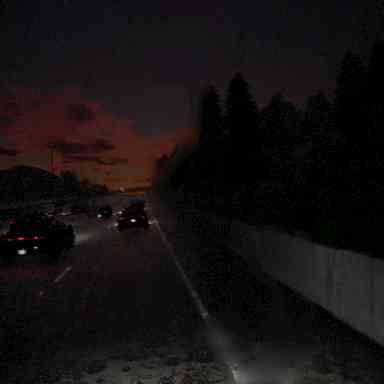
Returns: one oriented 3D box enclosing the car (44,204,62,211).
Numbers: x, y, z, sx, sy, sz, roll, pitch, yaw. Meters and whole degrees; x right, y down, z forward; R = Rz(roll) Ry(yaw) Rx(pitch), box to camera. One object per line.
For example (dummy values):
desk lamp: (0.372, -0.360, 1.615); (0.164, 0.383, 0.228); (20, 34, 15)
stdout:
car: (-17.418, 2.234, 41.076); (1.812, 1.442, 4.674); (-3, 1, -9)

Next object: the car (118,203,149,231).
car: (-4.016, 1.773, 22.879); (1.994, 1.385, 4.181); (-3, 0, -9)

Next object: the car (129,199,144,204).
car: (-7.127, 1.692, 43.146); (1.812, 1.442, 4.674); (-3, 1, -9)

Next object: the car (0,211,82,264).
car: (-6.149, 1.840, 13.686); (2.128, 1.511, 4.902); (-3, 0, -9)

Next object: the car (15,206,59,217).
car: (-11.187, 2.079, 23.507); (1.837, 1.490, 4.892); (-3, 1, -9)

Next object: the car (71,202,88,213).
car: (-14.121, 2.000, 42.613); (1.882, 1.535, 5.008); (-3, 1, -9)

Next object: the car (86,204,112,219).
car: (-9.303, 1.987, 34.310); (1.895, 1.301, 4.718); (-3, 1, -9)
